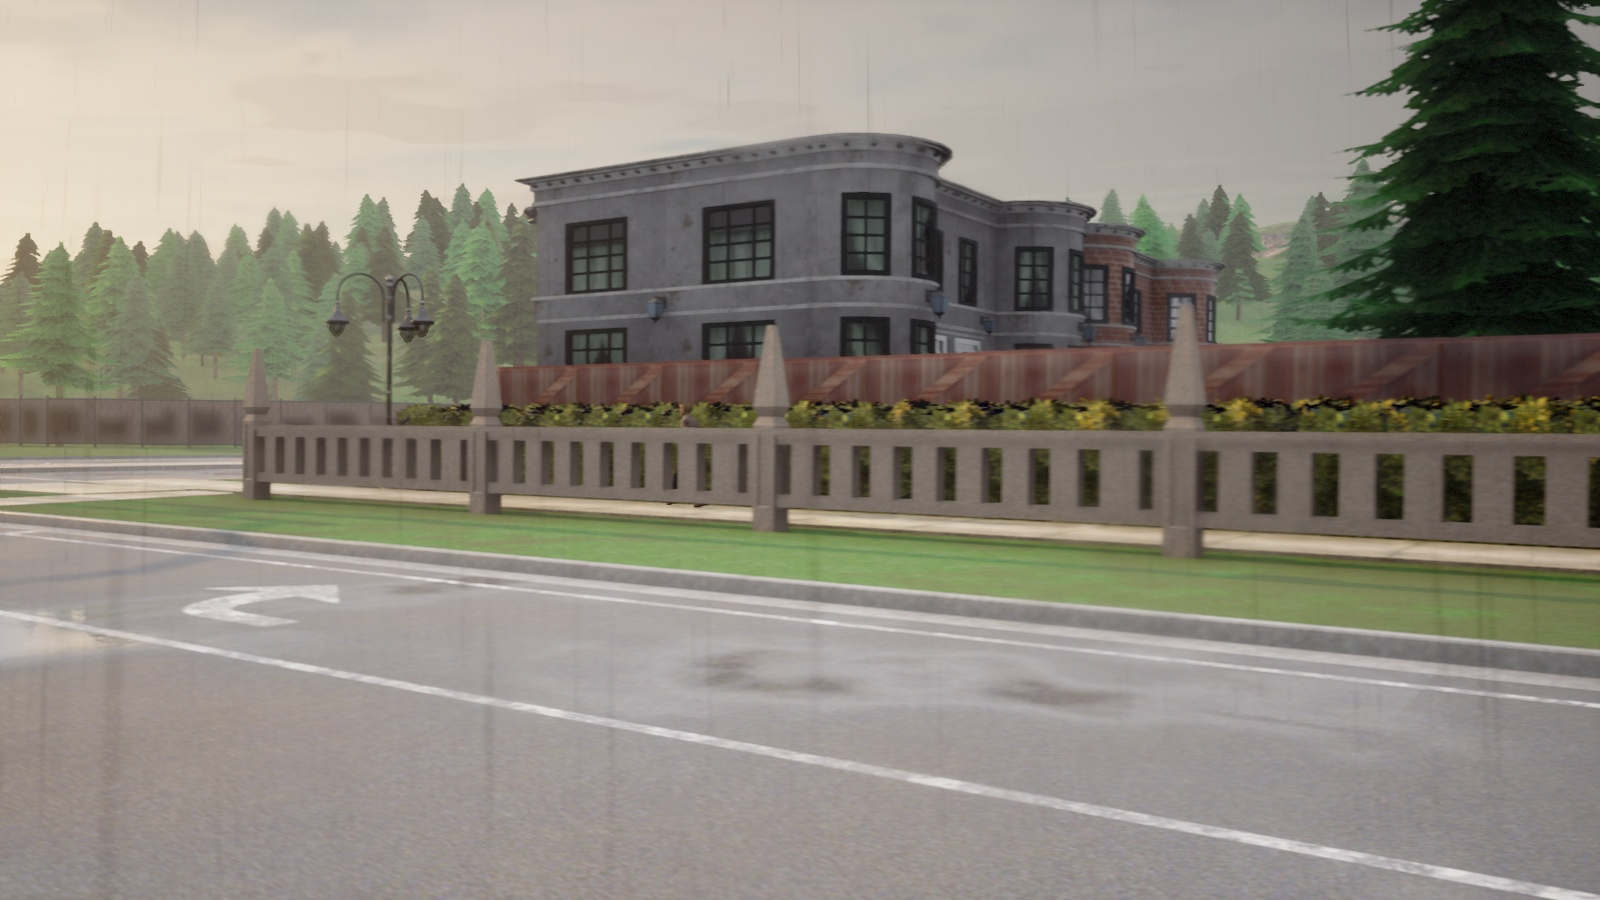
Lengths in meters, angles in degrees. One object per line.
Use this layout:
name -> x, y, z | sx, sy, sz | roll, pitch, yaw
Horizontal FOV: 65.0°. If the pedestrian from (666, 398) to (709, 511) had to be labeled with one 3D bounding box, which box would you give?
pedestrian -> -1.882, 0.071, 20.952 | 0.634, 1.846, 0.331 | 0, 1, 37
